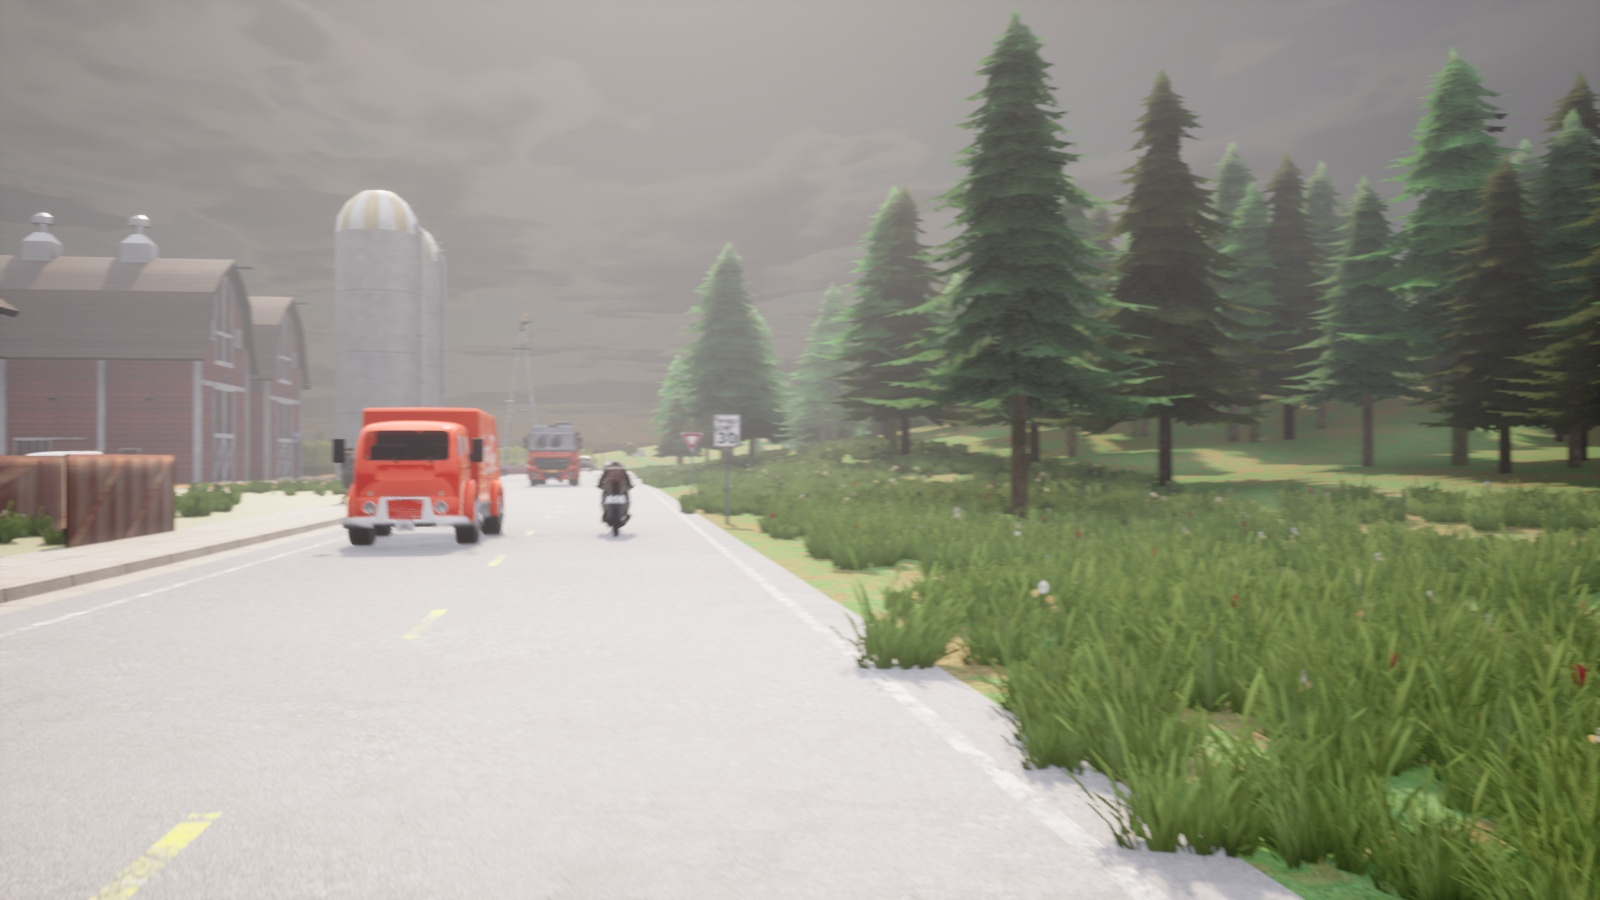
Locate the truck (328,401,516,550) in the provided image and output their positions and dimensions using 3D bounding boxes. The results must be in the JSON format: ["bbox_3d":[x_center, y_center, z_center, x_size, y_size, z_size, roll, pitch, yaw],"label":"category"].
[{"bbox_3d":[-6.861,0.439,23.475,2.627,2.467,5.204,0,0,-8],"label":"truck"}]

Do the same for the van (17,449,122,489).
[{"bbox_3d":[-38.522,0.999,66.256,4.480,2.038,2.069,0,0,9],"label":"van"}]

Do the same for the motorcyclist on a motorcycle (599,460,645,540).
[{"bbox_3d":[-3.586,0.967,25.298,0.866,1.530,2.191,0,0,-8],"label":"motorcyclist on a motorcycle"}]

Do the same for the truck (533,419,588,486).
[{"bbox_3d":[-14.417,0.158,76.110,2.891,3.827,8.468,0,0,-8],"label":"truck"}]

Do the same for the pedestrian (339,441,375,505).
[{"bbox_3d":[-13.833,0.709,39.227,0.659,1.952,0.873,0,0,15],"label":"pedestrian"}]
